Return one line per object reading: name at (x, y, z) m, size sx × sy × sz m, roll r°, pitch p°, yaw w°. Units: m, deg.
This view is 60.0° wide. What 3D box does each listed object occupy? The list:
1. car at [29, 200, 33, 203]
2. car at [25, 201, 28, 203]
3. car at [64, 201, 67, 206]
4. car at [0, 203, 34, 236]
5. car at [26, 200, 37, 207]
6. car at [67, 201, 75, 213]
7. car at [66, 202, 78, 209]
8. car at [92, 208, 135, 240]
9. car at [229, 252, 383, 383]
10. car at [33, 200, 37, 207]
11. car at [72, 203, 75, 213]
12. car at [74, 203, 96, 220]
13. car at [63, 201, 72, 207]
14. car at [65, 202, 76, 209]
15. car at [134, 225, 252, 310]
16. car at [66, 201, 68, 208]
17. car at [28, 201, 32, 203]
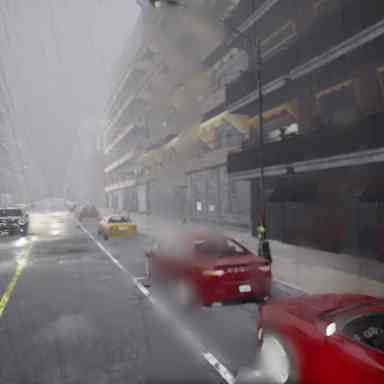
car at (-31.523, 2.629, 62.565) m, size 1.967 × 1.590 × 4.097 m, roll 1°, pitch -1°, yaw -22°
car at (-27.118, 2.529, 51.929) m, size 1.752 × 1.417 × 4.829 m, roll 1°, pitch -1°, yaw -22°
car at (-21.587, 2.585, 60.471) m, size 2.008 × 1.369 × 4.403 m, roll 0°, pitch -1°, yaw -22°
car at (-11.287, 1.768, 20.705) m, size 2.097 × 1.767 × 4.553 m, roll 0°, pitch -1°, yaw -23°
car at (-40.203, 2.862, 83.521) m, size 2.192 × 1.841 × 5.009 m, roll 1°, pitch -1°, yaw -22°
car at (-17.247, 2.292, 49.996) m, size 1.967 × 1.590 × 4.097 m, roll 0°, pitch -1°, yaw -22°
car at (-23.757, 2.676, 65.710) m, size 2.008 × 1.369 × 4.403 m, roll 0°, pitch -1°, yaw -22°
car at (-4.292, 1.823, 18.722) m, size 1.752 × 1.417 × 4.829 m, roll 0°, pitch -1°, yaw -22°
car at (2.282, 1.553, 2.849) m, size 1.887 × 1.381 × 4.507 m, roll 0°, pitch -1°, yaw -22°
car at (-38.033, 3.009, 78.278) m, size 2.008 × 1.369 × 4.403 m, roll 1°, pitch -1°, yaw -22°
car at (-12.906, 2.250, 39.520) m, size 1.802 × 1.307 × 4.206 m, roll 0°, pitch -1°, yaw -22°
car at (-10.737, 2.016, 34.282) m, size 1.967 × 1.590 × 4.097 m, roll 0°, pitch -1°, yaw -22°
car at (-32.436, 3.028, 86.663) m, size 1.887 × 1.381 × 4.507 m, roll 0°, pitch -1°, yaw -22°
car at (-25.926, 2.760, 70.948) m, size 1.887 × 1.381 × 4.507 m, roll 0°, pitch -1°, yaw -22°
car at (0.112, 1.649, 8.087) m, size 1.887 × 1.381 × 4.507 m, roll 0°, pitch -1°, yaw -22°
car at (-19.417, 2.488, 55.233) m, size 1.887 × 1.381 × 4.507 m, roll 0°, pitch -1°, yaw -22°
car at (-29.353, 2.649, 57.324) m, size 2.008 × 1.369 × 4.403 m, roll 1°, pitch -1°, yaw -22°
